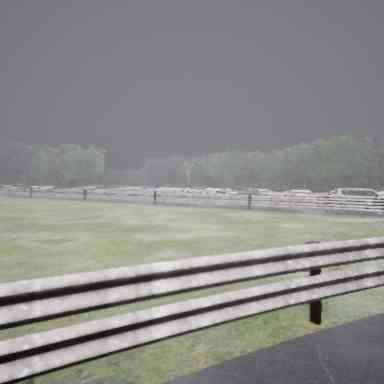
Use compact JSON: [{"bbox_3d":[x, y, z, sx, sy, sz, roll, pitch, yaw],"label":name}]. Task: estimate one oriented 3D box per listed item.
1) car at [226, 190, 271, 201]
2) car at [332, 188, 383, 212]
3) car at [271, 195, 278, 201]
[{"bbox_3d":[6.583,0.743,39.762,4.718,1.301,1.895,2,2,31],"label":"car"},{"bbox_3d":[15.681,0.704,30.073,5.566,2.045,2.150,2,2,32],"label":"car"},{"bbox_3d":[8.471,0.558,42.706,5.008,1.535,1.882,1,2,31],"label":"car"}]
